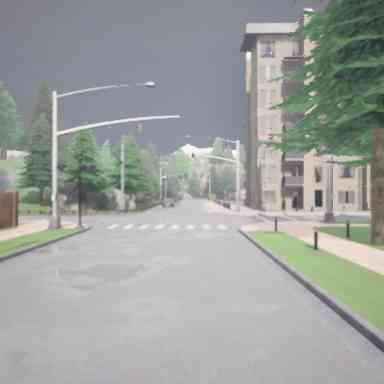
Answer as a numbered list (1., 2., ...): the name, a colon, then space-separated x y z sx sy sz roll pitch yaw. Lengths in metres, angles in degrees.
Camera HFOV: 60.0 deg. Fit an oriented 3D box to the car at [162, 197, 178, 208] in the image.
1. car: -3.702 1.710 52.701 1.812 1.442 4.674 0 0 1
